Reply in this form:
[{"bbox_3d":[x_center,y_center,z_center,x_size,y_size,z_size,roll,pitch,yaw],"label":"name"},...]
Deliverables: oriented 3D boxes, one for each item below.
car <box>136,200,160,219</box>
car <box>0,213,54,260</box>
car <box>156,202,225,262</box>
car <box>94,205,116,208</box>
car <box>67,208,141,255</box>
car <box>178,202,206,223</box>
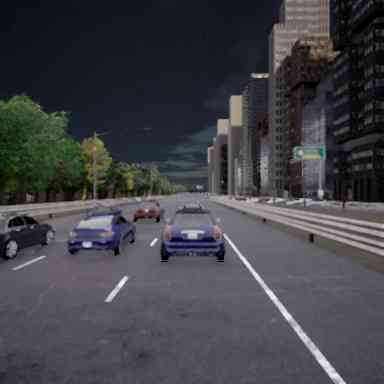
[{"bbox_3d":[-3.459,1.464,27.506,2.097,1.767,4.553,0,0,0],"label":"car"},{"bbox_3d":[-6.958,1.551,12.617,1.837,1.490,4.892,0,0,1],"label":"car"},{"bbox_3d":[0.042,1.396,12.496,2.097,1.767,4.553,0,0,0],"label":"car"},{"bbox_3d":[-6.967,1.711,26.992,1.895,1.301,4.718,0,0,1],"label":"car"},{"bbox_3d":[-3.451,1.574,13.337,1.812,1.442,4.674,0,0,1],"label":"car"},{"bbox_3d":[0.040,1.605,27.586,2.128,1.511,4.902,0,0,1],"label":"car"}]
